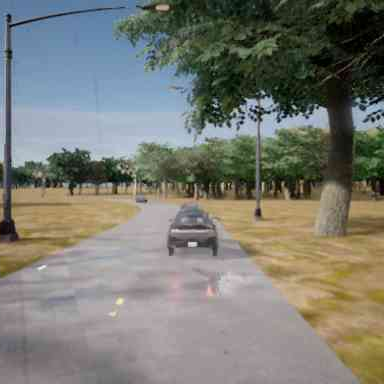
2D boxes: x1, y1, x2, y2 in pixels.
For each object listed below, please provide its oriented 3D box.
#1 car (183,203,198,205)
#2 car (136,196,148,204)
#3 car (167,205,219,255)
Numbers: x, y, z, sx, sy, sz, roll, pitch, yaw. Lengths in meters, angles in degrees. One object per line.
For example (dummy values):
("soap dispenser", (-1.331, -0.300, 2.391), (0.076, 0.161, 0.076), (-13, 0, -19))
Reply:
("car", (-0.099, 1.591, 28.562), (1.994, 1.385, 4.181), (0, 0, -2))
("car", (-9.665, 1.437, 63.987), (1.882, 1.535, 5.008), (0, 0, -17))
("car", (0.042, 1.521, 13.504), (2.128, 1.511, 4.902), (0, 0, 1))
